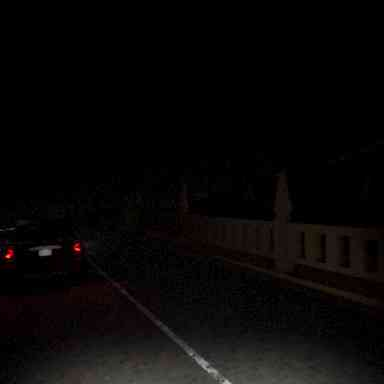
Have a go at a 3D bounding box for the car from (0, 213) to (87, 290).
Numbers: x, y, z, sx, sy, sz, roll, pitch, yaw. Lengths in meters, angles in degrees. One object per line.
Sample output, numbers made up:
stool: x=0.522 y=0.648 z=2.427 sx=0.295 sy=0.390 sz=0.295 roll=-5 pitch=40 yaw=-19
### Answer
car: x=-4.667 y=1.608 z=10.297 sx=2.097 sy=1.767 sz=4.553 roll=-1 pitch=-1 yaw=-27

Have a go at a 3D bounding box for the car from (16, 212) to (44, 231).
car: x=-13.746 y=2.484 z=28.194 sx=1.994 sy=1.385 sz=4.181 roll=-1 pitch=-3 yaw=-27

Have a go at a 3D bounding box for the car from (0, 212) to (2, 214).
car: x=-22.226 y=3.249 z=37.181 sx=2.150 sy=2.045 sz=5.566 roll=-1 pitch=-6 yaw=-27
